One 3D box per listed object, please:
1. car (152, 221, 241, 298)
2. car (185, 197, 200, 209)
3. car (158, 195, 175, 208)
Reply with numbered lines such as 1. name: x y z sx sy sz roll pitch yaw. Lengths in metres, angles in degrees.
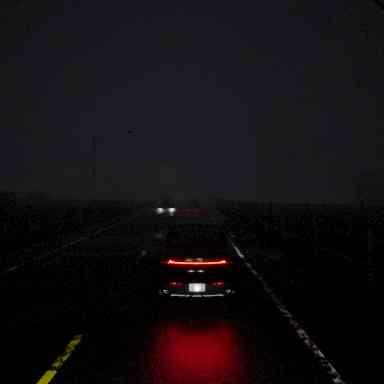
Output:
1. car: 0.093 1.503 8.510 1.837 1.490 4.892 0 0 0
2. car: 0.061 1.484 45.376 2.128 1.511 4.902 0 0 0
3. car: -3.581 1.344 47.001 2.097 1.767 4.553 0 0 0
